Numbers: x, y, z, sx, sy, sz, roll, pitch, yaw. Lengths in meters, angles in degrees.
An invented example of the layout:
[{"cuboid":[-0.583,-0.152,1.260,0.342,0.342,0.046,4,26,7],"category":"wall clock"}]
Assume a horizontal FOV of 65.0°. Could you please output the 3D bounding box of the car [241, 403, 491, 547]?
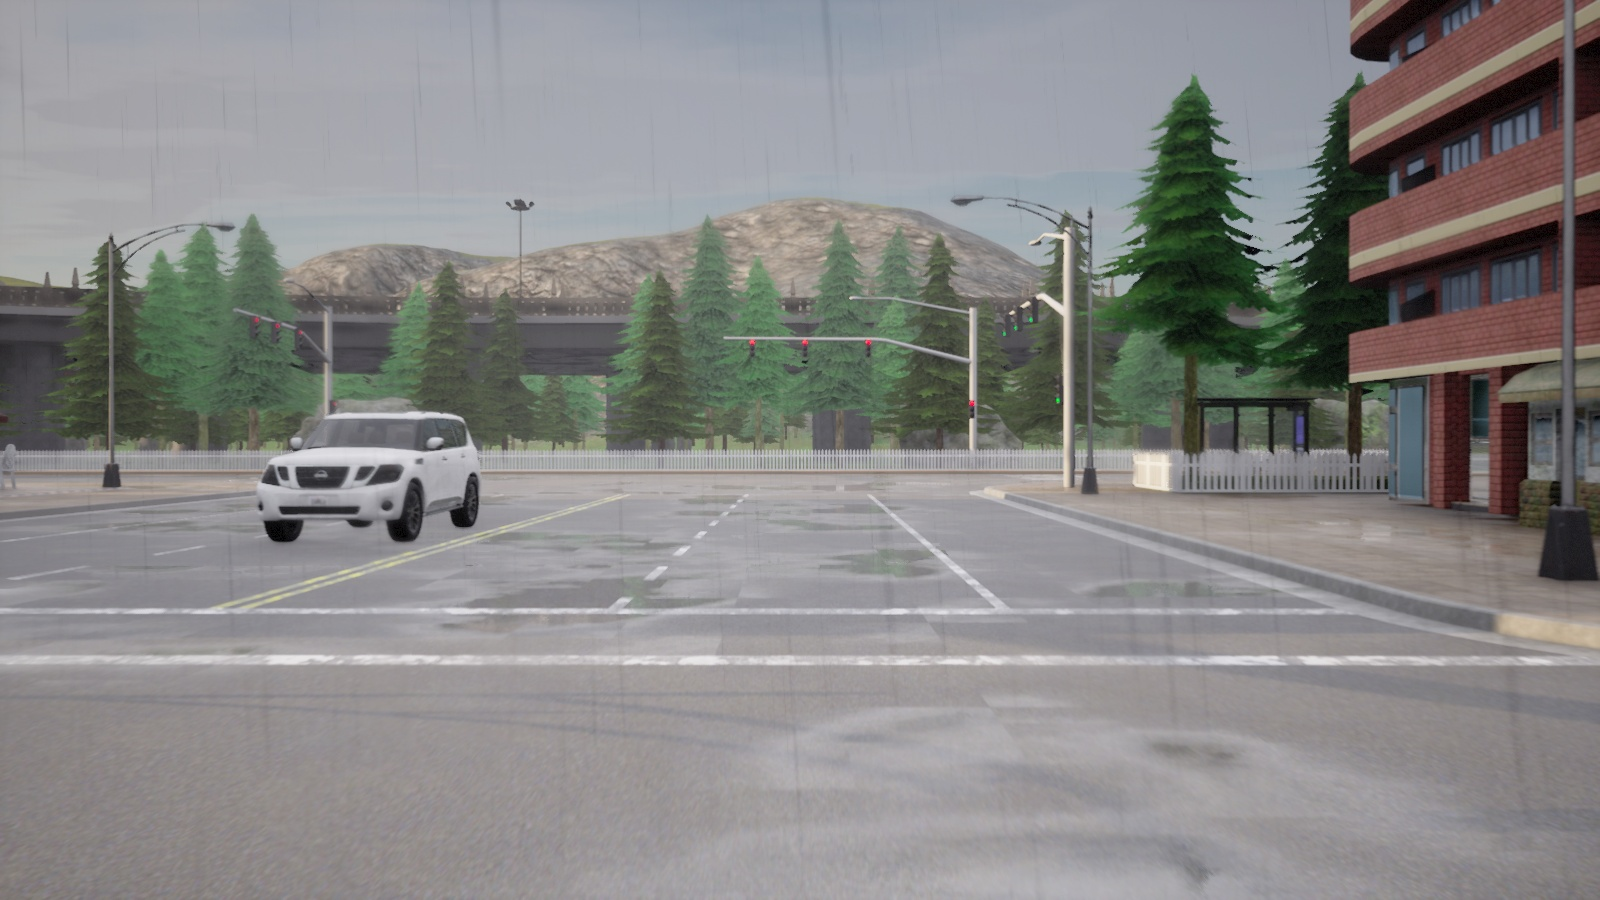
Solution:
[{"cuboid":[-6.866,0.343,20.657,2.150,2.045,5.566,0,0,0],"category":"car"}]
